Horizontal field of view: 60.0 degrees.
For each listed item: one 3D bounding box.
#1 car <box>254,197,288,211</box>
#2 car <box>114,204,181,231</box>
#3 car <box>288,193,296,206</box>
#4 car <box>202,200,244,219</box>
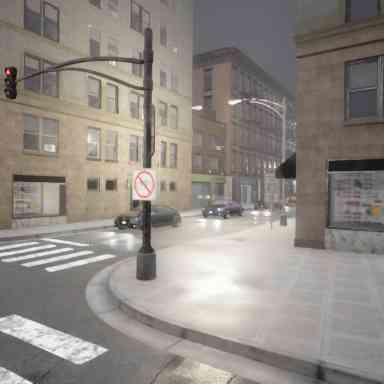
[{"bbox_3d":[7.991,1.191,34.481,1.994,1.385,4.181,1,1,34],"label":"car"},{"bbox_3d":[-2.421,1.388,18.887,1.994,1.385,4.181,1,1,34],"label":"car"},{"bbox_3d":[13.713,0.870,42.991,2.097,1.767,4.553,1,1,34],"label":"car"},{"bbox_3d":[2.493,1.296,26.254,1.994,1.385,4.181,1,1,34],"label":"car"}]
